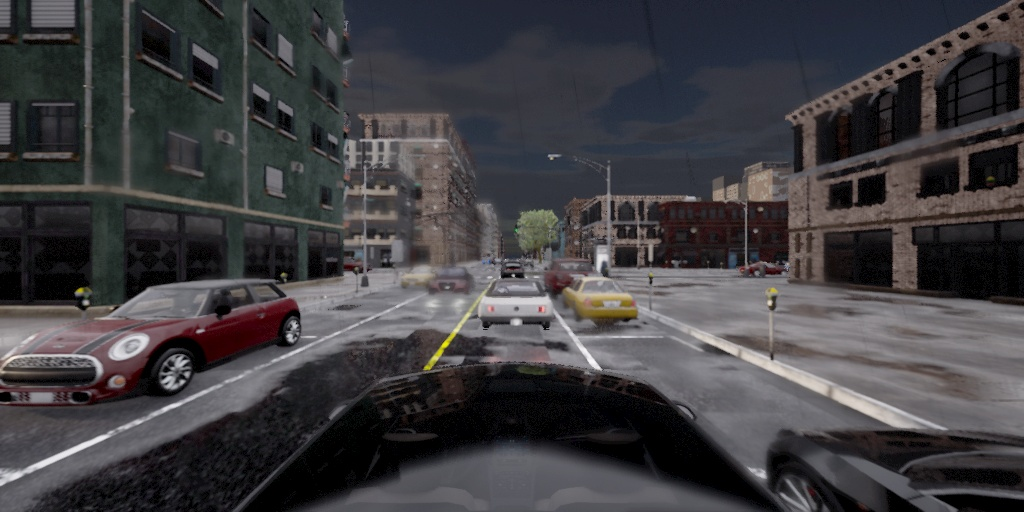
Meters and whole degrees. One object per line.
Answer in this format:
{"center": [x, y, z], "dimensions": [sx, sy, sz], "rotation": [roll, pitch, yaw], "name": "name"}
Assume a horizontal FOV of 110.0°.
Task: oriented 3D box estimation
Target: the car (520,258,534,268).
{"center": [2.805, 1.248, 60.880], "dimensions": [2.007, 1.370, 4.403], "rotation": [0, 0, 0], "name": "car"}

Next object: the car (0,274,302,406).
{"center": [-5.683, 1.183, 6.328], "dimensions": [1.967, 1.591, 4.097], "rotation": [0, 0, 0], "name": "car"}

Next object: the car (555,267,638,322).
{"center": [2.709, 1.261, 12.021], "dimensions": [1.751, 1.417, 4.829], "rotation": [0, 0, 0], "name": "car"}

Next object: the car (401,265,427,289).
{"center": [-5.652, 1.246, 22.777], "dimensions": [1.751, 1.417, 4.829], "rotation": [0, 0, 0], "name": "car"}

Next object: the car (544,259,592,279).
{"center": [2.719, 1.043, 17.390], "dimensions": [2.192, 1.841, 5.009], "rotation": [0, 0, 0], "name": "car"}

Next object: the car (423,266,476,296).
{"center": [-3.049, 1.290, 18.879], "dimensions": [1.994, 1.385, 4.181], "rotation": [0, 0, 0], "name": "car"}

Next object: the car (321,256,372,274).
{"center": [-17.208, 0.965, 37.200], "dimensions": [5.009, 1.841, 2.192], "rotation": [0, 0, 0], "name": "car"}

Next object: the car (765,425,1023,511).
{"center": [2.686, 1.317, 0.771], "dimensions": [1.948, 1.339, 4.313], "rotation": [0, 0, 0], "name": "car"}

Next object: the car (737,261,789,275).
{"center": [26.216, 1.370, 37.371], "dimensions": [4.507, 1.381, 1.888], "rotation": [0, 0, 0], "name": "car"}

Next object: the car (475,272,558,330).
{"center": [0.116, 1.338, 11.062], "dimensions": [1.895, 1.301, 4.718], "rotation": [0, 0, 0], "name": "car"}

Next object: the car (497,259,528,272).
{"center": [-0.040, 1.216, 29.503], "dimensions": [1.837, 1.490, 4.892], "rotation": [0, 0, -3], "name": "car"}
